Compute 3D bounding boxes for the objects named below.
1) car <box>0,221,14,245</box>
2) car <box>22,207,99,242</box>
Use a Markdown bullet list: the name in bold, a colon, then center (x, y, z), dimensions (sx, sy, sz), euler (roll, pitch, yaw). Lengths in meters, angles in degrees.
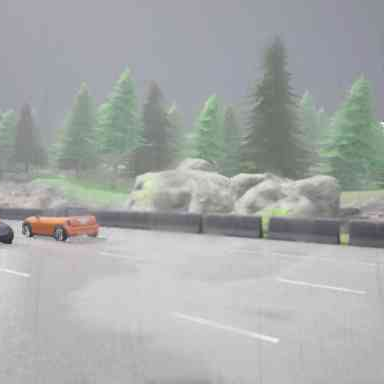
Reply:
- **car**: center (-10.296, 1.789, 15.798), dimensions (4.181, 1.385, 1.994), euler (-1, -1, 36)
- **car**: center (-7.106, 1.567, 17.804), dimensions (4.553, 1.767, 2.097), euler (-1, -1, 36)
